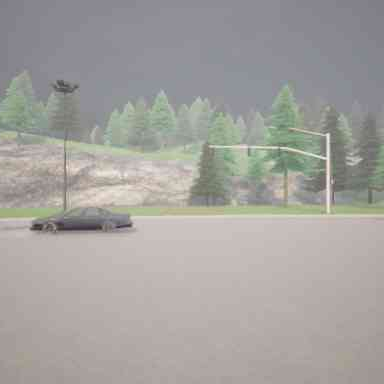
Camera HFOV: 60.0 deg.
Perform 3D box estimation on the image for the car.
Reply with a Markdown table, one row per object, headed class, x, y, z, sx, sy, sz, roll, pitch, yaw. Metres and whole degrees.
| class | x | y | z | sx | sy | sz | roll | pitch | yaw |
| --- | --- | --- | --- | --- | --- | --- | --- | --- | --- |
| car | -5.957 | 1.545 | 18.466 | 5.357 | 1.411 | 2.033 | 0 | 0 | -12 |
